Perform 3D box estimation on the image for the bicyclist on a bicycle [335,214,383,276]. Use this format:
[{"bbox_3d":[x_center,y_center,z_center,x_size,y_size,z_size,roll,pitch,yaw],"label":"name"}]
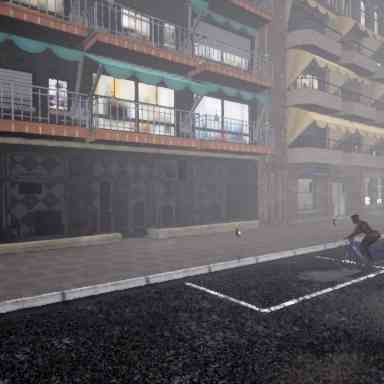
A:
[{"bbox_3d":[4.747,1.453,9.273,0.582,1.620,1.656,0,-2,-38],"label":"bicyclist on a bicycle"}]
